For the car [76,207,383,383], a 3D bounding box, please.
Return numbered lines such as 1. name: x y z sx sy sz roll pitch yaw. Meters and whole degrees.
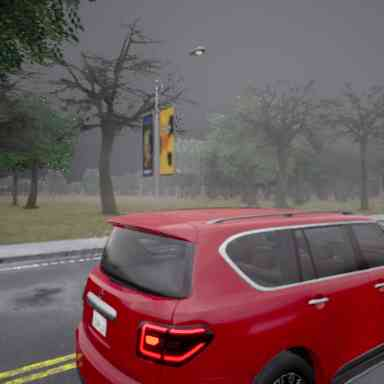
1. car: 1.386 1.220 4.425 5.566 2.045 2.150 0 0 -35
